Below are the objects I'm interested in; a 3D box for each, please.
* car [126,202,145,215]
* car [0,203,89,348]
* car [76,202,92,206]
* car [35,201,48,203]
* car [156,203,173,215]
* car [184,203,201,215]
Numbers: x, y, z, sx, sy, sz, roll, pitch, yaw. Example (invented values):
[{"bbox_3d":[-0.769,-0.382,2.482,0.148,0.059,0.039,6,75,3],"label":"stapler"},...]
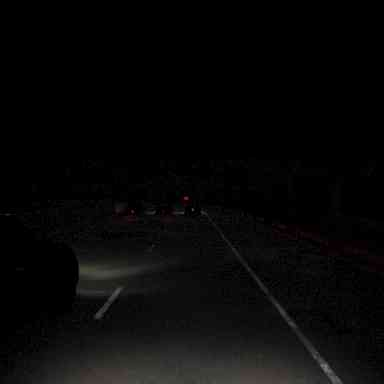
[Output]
[{"bbox_3d":[-6.916,2.028,41.073,1.837,1.490,4.892,0,-1,0],"label":"car"},{"bbox_3d":[-3.398,1.269,4.492,2.150,2.045,5.566,0,-1,0],"label":"car"},{"bbox_3d":[-14.164,2.015,42.154,1.882,1.535,5.008,0,-1,-1],"label":"car"},{"bbox_3d":[-17.645,2.139,42.243,1.895,1.301,4.718,0,-1,-1],"label":"car"},{"bbox_3d":[-3.427,2.057,41.634,1.812,1.442,4.674,0,-1,-1],"label":"car"},{"bbox_3d":[0.070,2.096,41.724,1.994,1.385,4.181,0,-1,-1],"label":"car"}]
